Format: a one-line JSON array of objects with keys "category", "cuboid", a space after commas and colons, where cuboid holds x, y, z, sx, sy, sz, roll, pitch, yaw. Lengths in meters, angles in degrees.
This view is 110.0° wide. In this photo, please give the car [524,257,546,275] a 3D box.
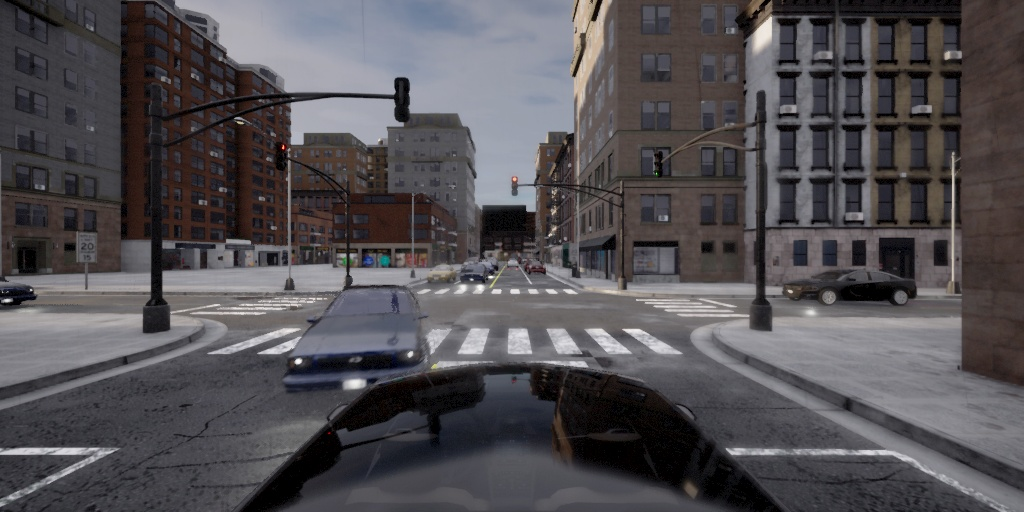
[{"category": "car", "cuboid": [2.650, 1.190, 39.391, 1.967, 1.591, 4.097, 0, 0, 0]}]

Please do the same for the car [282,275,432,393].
[{"category": "car", "cuboid": [-2.737, 1.297, 7.281, 2.033, 1.411, 5.357, 0, 0, -15]}]

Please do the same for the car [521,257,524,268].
[{"category": "car", "cuboid": [2.652, 1.065, 45.054, 2.192, 1.841, 5.009, 0, 0, 0]}]

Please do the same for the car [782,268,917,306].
[{"category": "car", "cuboid": [14.777, 1.309, 15.858, 5.008, 1.535, 1.882, 0, 0, -1]}]

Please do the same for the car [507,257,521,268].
[{"category": "car", "cuboid": [0.124, 1.278, 61.892, 1.812, 1.442, 4.674, 0, 0, 0]}]

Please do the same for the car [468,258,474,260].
[{"category": "car", "cuboid": [-5.373, 1.301, 45.057, 2.007, 1.370, 4.403, 0, 0, 0]}]

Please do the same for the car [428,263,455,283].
[{"category": "car", "cuboid": [-5.379, 1.275, 27.901, 1.751, 1.417, 4.829, 0, 0, 0]}]

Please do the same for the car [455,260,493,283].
[{"category": "car", "cuboid": [-2.840, 1.297, 28.153, 2.033, 1.411, 5.357, 0, 0, 0]}]

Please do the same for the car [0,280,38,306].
[{"category": "car", "cuboid": [-20.718, 1.202, 12.879, 5.357, 1.411, 2.033, 0, 0, 1]}]

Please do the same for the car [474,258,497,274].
[{"category": "car", "cuboid": [-2.839, 1.276, 38.204, 1.812, 1.442, 4.674, 0, 0, 0]}]

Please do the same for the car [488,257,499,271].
[{"category": "car", "cuboid": [-2.818, 1.229, 48.694, 1.882, 1.535, 5.008, 0, 0, 0]}]
